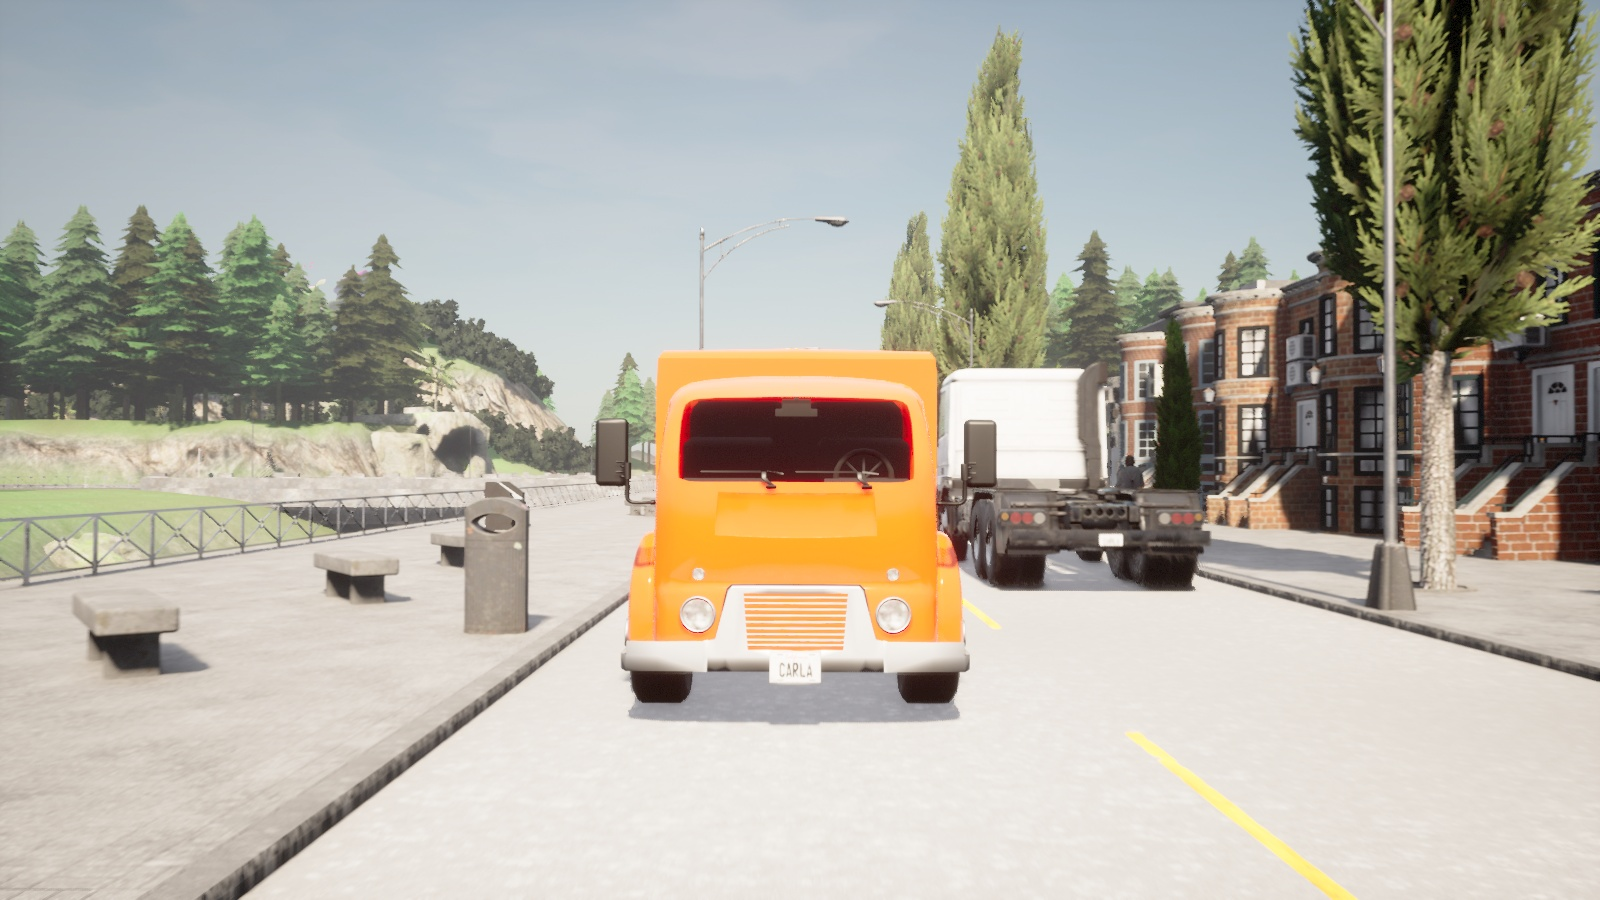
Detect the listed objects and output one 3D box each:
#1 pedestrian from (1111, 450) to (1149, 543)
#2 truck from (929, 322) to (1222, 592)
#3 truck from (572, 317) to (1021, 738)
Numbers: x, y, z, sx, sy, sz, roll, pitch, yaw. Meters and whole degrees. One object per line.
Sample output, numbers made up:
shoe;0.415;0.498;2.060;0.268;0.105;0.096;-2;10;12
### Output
pedestrian;6.652;0.922;25.305;0.540;1.848;0.694;0;-1;-3
truck;3.945;0.154;20.101;2.891;3.462;7.936;0;-1;0
truck;-0.030;0.495;9.987;2.627;2.467;5.204;0;-1;0
